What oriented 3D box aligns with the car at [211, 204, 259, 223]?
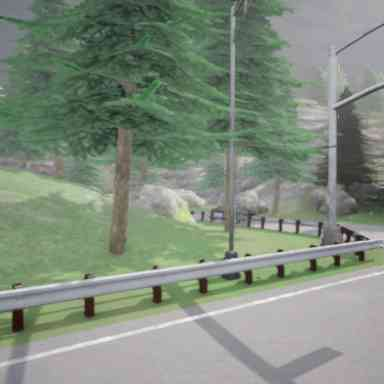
[{"bbox_3d":[3.337,1.639,26.530,1.994,1.385,4.181,0,0,-38],"label":"car"}]
